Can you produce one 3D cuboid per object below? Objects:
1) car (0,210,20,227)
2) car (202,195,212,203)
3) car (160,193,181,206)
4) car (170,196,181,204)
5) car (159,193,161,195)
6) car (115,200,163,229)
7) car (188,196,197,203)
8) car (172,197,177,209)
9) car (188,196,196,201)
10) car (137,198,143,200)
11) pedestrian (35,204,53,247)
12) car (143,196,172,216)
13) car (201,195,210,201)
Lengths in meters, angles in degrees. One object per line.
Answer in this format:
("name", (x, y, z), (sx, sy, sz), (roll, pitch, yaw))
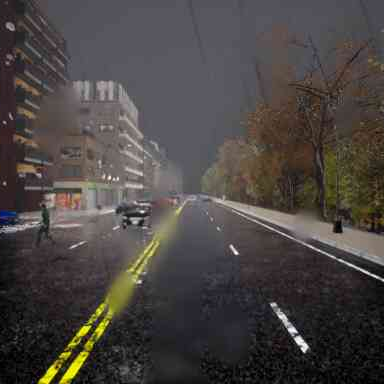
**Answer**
("car", (-14.298, 1.649, 22.558), (5.008, 1.535, 1.882), (-1, 0, 4))
("car", (3.267, 1.618, 70.228), (1.895, 1.301, 4.718), (0, 0, 0))
("car", (-3.329, 1.371, 51.925), (2.097, 1.767, 4.553), (0, 0, 0))
("car", (-3.255, 1.553, 66.868), (1.812, 1.442, 4.674), (0, 0, 0))
("car", (-6.482, 1.204, 74.433), (2.150, 2.045, 5.566), (0, 0, 0))
("car", (-3.355, 1.539, 22.033), (2.128, 1.511, 4.902), (0, 0, 0))
("car", (0.017, 1.618, 70.229), (1.895, 1.301, 4.718), (0, 0, 0))
("car", (-3.340, 1.613, 42.259), (1.895, 1.301, 4.718), (0, 0, 0))
("car", (0.019, 1.543, 80.229), (1.895, 1.301, 4.718), (0, 0, 0))
("car", (-6.585, 1.619, 34.284), (1.895, 1.301, 4.718), (0, 0, 0))
("pedestrian", (-5.985, 1.297, 13.456), (0.375, 1.860, 0.375), (0, 0, 0))
("car", (-3.345, 1.505, 32.853), (1.882, 1.535, 5.008), (0, 0, 0))
("car", (3.270, 1.488, 80.198), (2.033, 1.411, 5.357), (0, 0, 0))
